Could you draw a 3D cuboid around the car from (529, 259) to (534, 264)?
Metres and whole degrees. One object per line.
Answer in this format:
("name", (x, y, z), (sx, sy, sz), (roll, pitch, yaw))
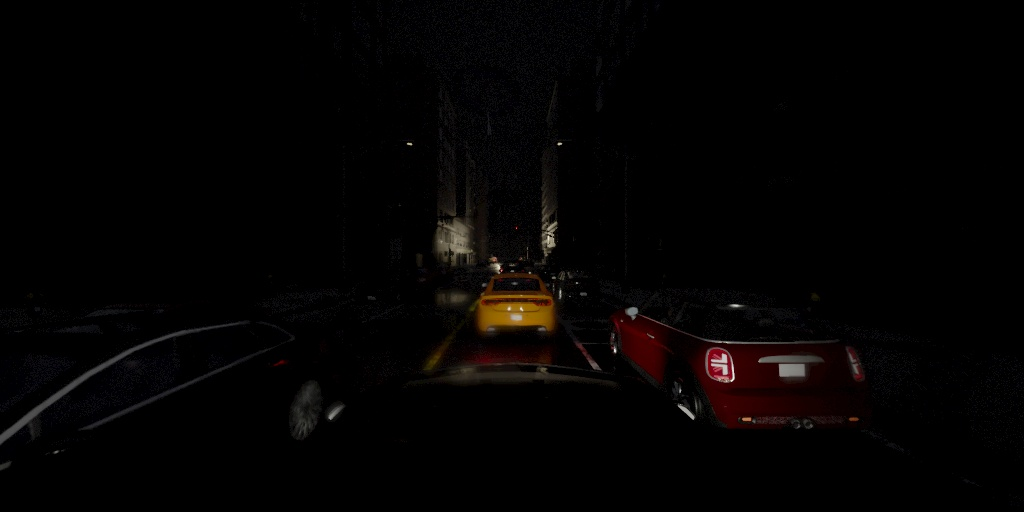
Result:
("car", (3.013, 1.232, 64.693), (1.967, 1.591, 4.097), (0, 0, 0))

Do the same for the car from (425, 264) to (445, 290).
("car", (-5.630, 1.334, 22.119), (1.802, 1.307, 4.207), (0, 0, 0))

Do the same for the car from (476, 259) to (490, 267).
("car", (-5.512, 1.375, 64.722), (1.802, 1.307, 4.207), (0, 0, 0))

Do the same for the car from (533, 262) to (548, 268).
("car", (2.907, 1.319, 27.604), (1.948, 1.339, 4.313), (0, 0, 0))

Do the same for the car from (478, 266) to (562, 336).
("car", (0.114, 1.228, 10.487), (1.882, 1.535, 5.008), (0, 0, 0))

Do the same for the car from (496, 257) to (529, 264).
("car", (0.081, 1.105, 28.207), (2.097, 1.767, 4.553), (0, 0, 1))

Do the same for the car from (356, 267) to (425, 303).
("car", (-5.640, 1.317, 16.618), (1.948, 1.339, 4.313), (0, 0, 0))

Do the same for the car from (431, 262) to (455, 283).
("car", (-5.619, 1.193, 27.621), (1.967, 1.591, 4.097), (0, 0, 0))

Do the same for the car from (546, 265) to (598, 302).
("car", (2.885, 1.301, 16.601), (2.007, 1.370, 4.403), (0, 0, 0))

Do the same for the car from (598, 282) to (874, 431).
("car", (2.864, 1.190, 5.599), (1.967, 1.591, 4.097), (0, 0, 0))

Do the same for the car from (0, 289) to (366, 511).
("car", (-3.099, 1.241, 2.450), (2.128, 1.511, 4.902), (0, 0, 0))

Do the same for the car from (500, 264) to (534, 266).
("car", (0.135, 1.315, 19.475), (1.994, 1.385, 4.181), (0, 0, 0))
